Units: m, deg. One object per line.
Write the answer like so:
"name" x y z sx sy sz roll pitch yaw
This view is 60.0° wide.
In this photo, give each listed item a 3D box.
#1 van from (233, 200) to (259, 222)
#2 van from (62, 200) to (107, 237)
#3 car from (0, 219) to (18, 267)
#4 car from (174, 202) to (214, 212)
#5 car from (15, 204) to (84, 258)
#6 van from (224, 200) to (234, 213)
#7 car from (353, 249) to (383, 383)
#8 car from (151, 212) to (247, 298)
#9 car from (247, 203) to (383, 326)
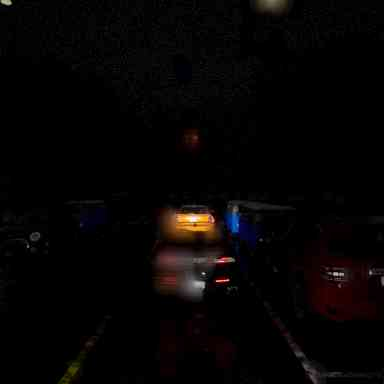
"van" 2.738 1.342 12.425 1.690 1.788 3.998 0 0 0
"van" -5.798 1.342 17.846 1.690 1.788 3.998 0 0 0
"car" -5.776 1.525 6.801 1.752 1.417 4.829 0 0 0
"car" 0.104 1.353 17.558 2.097 1.767 4.553 0 0 1
"car" -5.787 1.441 12.408 1.967 1.590 4.097 0 0 0
"van" 2.727 1.342 17.863 1.690 1.788 3.998 0 0 0
"car" 2.760 1.440 1.550 1.967 1.590 4.097 0 0 0
"car" 0.086 1.492 8.508 2.128 1.511 4.902 0 0 0
"car" 2.749 1.315 6.988 2.192 1.841 5.009 0 0 0
